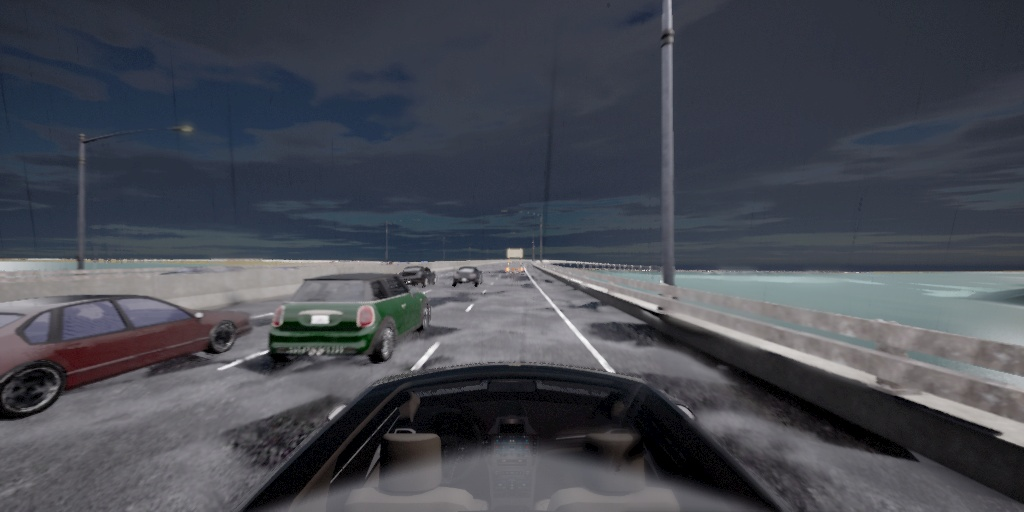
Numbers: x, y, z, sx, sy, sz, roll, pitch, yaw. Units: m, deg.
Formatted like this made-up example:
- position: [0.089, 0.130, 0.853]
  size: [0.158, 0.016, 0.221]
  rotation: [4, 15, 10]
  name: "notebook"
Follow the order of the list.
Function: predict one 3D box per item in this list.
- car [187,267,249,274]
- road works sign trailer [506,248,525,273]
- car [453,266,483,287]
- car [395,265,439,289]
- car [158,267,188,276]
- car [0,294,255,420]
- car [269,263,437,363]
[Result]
- position: [-20.982, 1.524, 26.538]
  size: [1.994, 1.385, 4.181]
  rotation: [0, -1, 1]
  name: "car"
- position: [0.422, 0.646, 50.997]
  size: [2.380, 3.560, 2.880]
  rotation: [0, 0, 1]
  name: "road works sign trailer"
- position: [-3.287, 1.499, 27.129]
  size: [1.812, 1.442, 4.674]
  rotation: [0, 0, 0]
  name: "car"
- position: [-6.795, 1.468, 26.162]
  size: [1.837, 1.490, 4.892]
  rotation: [0, 0, 0]
  name: "car"
- position: [-24.473, 1.529, 27.291]
  size: [1.994, 1.385, 4.181]
  rotation: [0, -1, 1]
  name: "car"
- position: [-6.898, 1.330, 5.832]
  size: [2.033, 1.411, 5.357]
  rotation: [0, -1, 0]
  name: "car"
- position: [-3.390, 1.160, 8.472]
  size: [2.097, 1.767, 4.553]
  rotation: [0, -1, 0]
  name: "car"
